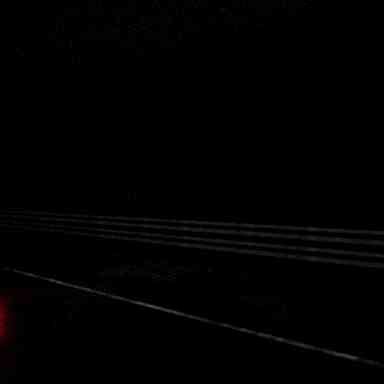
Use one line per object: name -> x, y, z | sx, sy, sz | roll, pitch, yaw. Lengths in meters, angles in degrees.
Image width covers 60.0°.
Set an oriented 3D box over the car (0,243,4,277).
car -> -7.065, 1.405, 8.926 | 4.553, 1.767, 2.097 | 0, 0, 35
